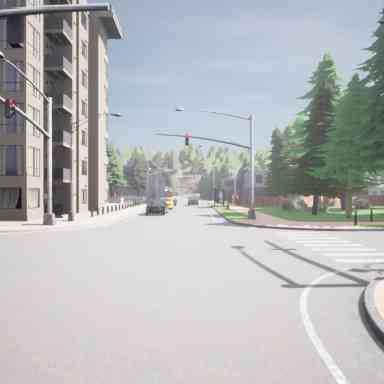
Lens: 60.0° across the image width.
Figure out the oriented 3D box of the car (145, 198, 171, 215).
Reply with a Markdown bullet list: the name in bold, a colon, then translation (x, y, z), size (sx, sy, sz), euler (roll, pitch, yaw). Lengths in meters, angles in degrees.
- **car**: translation (-3.489, 1.478, 33.508), size (1.882, 1.535, 5.008), euler (0, 0, 0)

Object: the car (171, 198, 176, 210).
- **car**: translation (-3.447, 1.478, 43.469), size (1.882, 1.535, 5.008), euler (0, 0, 0)

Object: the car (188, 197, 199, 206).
- **car**: translation (0.185, 1.547, 55.689), size (2.033, 1.411, 5.357), euler (0, 0, 0)
